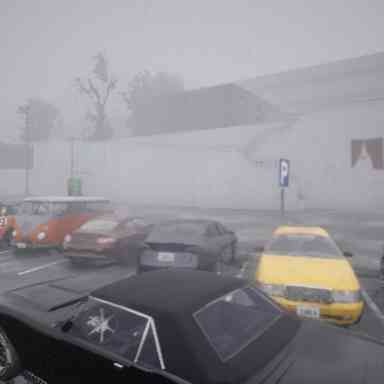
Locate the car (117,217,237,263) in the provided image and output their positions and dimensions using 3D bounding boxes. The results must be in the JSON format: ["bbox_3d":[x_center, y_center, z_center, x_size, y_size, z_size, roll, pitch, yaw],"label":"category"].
[{"bbox_3d":[0.061,1.479,9.468,2.163,1.488,4.792,1,0,15],"label":"car"}]

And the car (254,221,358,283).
[{"bbox_3d":[2.446,1.468,7.525,1.946,1.575,5.366,1,0,15],"label":"car"}]

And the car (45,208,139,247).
[{"bbox_3d":[-2.379,1.455,11.166,2.002,1.452,4.674,1,0,15],"label":"car"}]

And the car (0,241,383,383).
[{"bbox_3d":[-0.498,1.582,3.732,4.718,1.301,1.895,1,0,35],"label":"car"}]

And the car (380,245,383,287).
[{"bbox_3d":[4.914,1.524,5.945,2.163,1.488,4.792,1,0,15],"label":"car"}]

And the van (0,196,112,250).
[{"bbox_3d":[-4.822,1.155,12.784,1.878,1.987,4.442,1,0,15],"label":"van"}]
